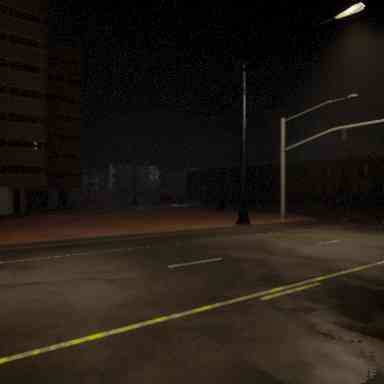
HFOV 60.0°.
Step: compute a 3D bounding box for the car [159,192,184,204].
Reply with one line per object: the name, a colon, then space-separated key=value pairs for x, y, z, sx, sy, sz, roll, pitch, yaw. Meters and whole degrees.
car: x=-3.693 y=1.075 z=58.323 sx=2.150 sy=2.045 sz=5.566 roll=0 pitch=0 yaw=-35
